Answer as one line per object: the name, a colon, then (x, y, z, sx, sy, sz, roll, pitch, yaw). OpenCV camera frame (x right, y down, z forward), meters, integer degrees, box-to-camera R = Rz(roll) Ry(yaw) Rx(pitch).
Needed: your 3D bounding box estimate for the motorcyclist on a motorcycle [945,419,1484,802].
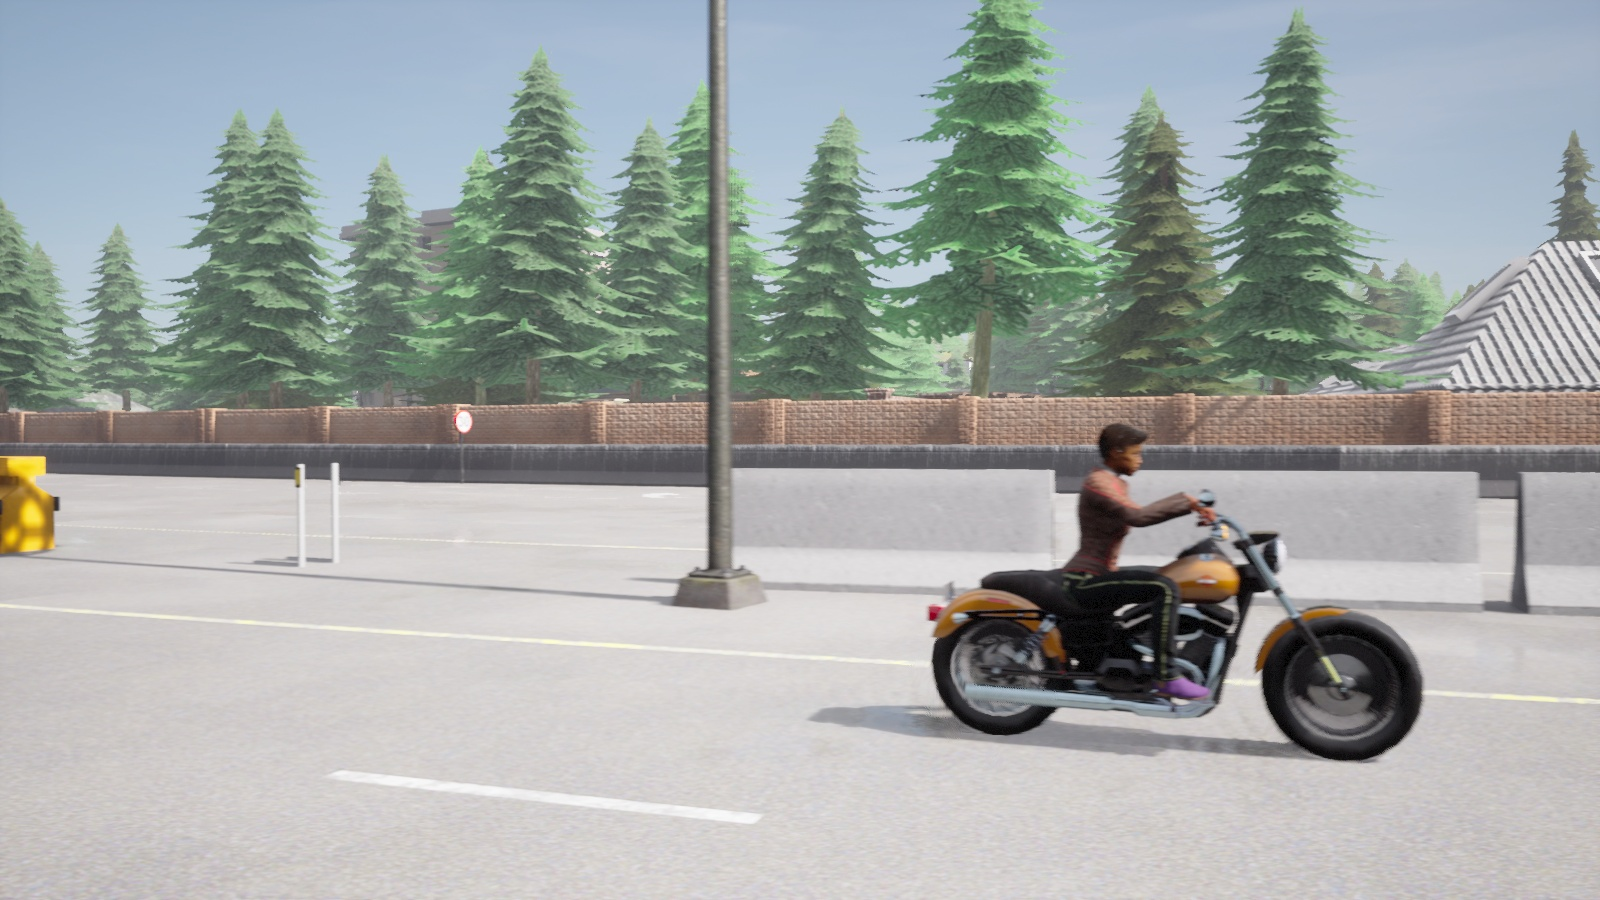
motorcyclist on a motorcycle: (1.958, 0.688, 6.175, 2.350, 1.649, 0.766, 1, 0, 18)
